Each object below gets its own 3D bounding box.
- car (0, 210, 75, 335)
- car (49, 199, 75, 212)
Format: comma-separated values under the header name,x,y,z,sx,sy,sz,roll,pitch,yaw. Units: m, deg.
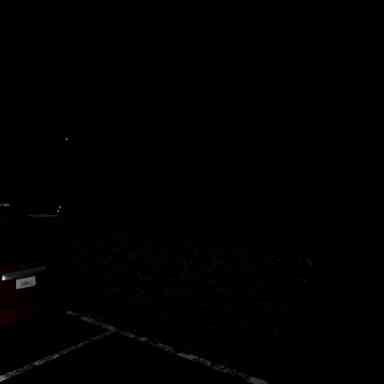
name,x,y,z,sx,sy,sz,roll,pitch,yaw
car,-4.187,1.316,5.942,5.009,1.841,2.192,0,-1,36
car,-13.282,1.574,36.534,2.097,1.767,4.553,-1,-1,37
